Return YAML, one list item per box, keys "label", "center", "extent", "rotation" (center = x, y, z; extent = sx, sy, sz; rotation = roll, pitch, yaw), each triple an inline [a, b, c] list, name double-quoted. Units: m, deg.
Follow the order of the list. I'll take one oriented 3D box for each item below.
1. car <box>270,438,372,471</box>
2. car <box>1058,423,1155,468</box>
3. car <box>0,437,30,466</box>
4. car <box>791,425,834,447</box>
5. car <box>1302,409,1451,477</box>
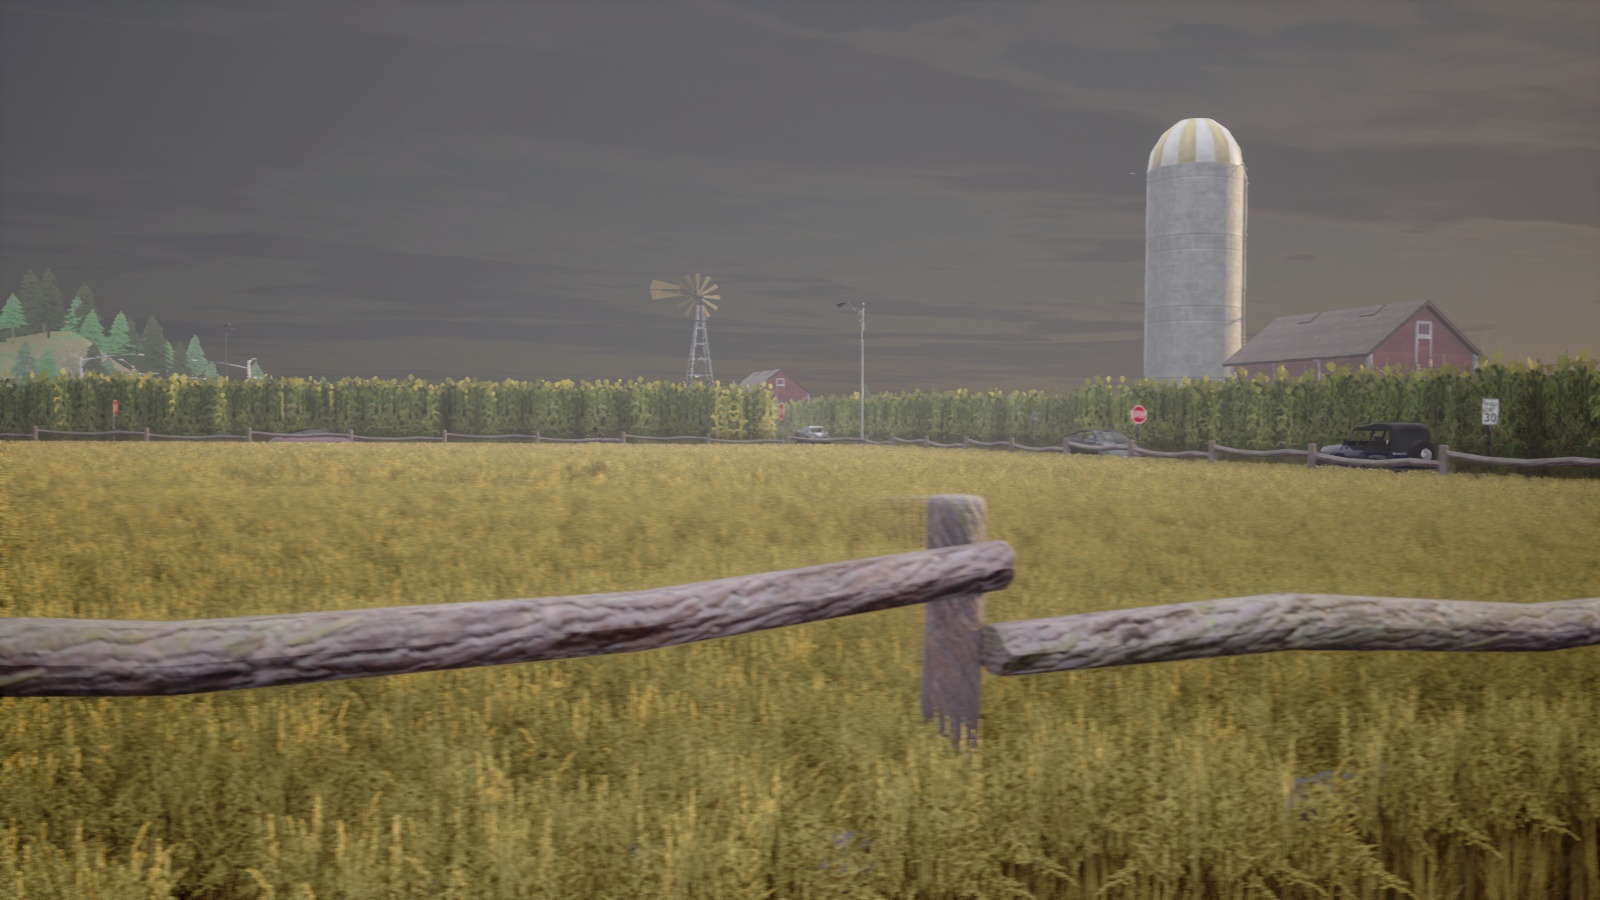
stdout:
- label: "car"
  center: [-21.654, 0.168, 56.892]
  extent: [4.181, 1.385, 1.994]
  rotation: [-1, 1, -17]
- label: "car"
  center: [11.086, -0.195, 45.702]
  extent: [1.789, 1.549, 3.705]
  rotation: [-1, 1, -17]
- label: "car"
  center: [-45.026, 0.077, 70.529]
  extent: [1.801, 1.575, 5.366]
  rotation: [-1, 1, -18]
- label: "car"
  center: [0.841, -1.021, 89.365]
  extent: [1.970, 1.475, 3.806]
  rotation: [-1, 2, -17]
- label: "car"
  center: [16.971, -0.237, 37.146]
  extent: [1.905, 1.878, 3.866]
  rotation: [-1, 1, -17]
